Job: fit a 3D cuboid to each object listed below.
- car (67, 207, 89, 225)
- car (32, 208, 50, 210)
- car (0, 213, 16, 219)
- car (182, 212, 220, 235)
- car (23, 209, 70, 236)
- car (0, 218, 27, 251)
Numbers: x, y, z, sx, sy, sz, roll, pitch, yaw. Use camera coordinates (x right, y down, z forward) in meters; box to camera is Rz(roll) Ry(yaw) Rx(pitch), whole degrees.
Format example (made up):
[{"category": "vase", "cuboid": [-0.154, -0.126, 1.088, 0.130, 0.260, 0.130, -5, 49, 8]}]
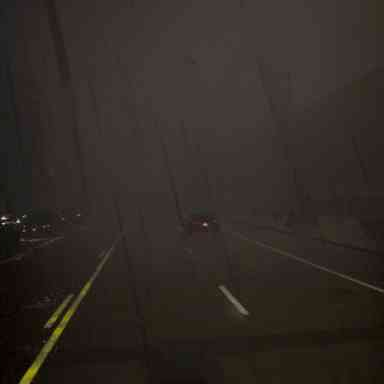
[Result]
[{"category": "car", "cuboid": [-11.746, 2.316, 33.236, 2.097, 1.767, 4.553, -1, -1, -8]}, {"category": "car", "cuboid": [-15.301, 2.402, 33.398, 2.097, 1.767, 4.553, -1, -1, -8]}, {"category": "car", "cuboid": [-13.929, 2.287, 23.598, 2.128, 1.511, 4.902, -1, -1, -8]}, {"category": "car", "cuboid": [0.515, 1.985, 21.922, 1.994, 1.385, 4.181, -1, -1, -8]}, {"category": "car", "cuboid": [-10.396, 2.218, 23.606, 1.837, 1.490, 4.892, -1, -1, -8]}, {"category": "car", "cuboid": [-9.063, 2.074, 14.314, 1.895, 1.301, 4.718, -1, -1, -8]}]
